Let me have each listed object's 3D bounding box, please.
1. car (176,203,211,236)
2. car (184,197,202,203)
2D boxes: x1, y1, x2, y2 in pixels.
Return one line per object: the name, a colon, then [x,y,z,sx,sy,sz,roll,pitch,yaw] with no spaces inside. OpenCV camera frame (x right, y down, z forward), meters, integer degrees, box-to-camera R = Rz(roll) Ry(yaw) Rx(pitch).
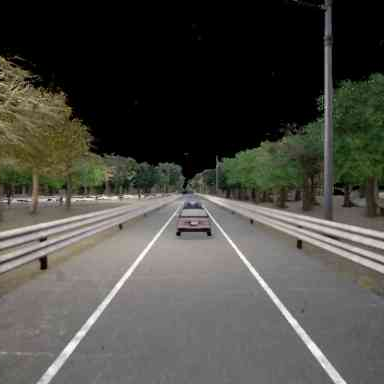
car: [0.090,1.543,18.526,2.033,1.411,5.357,0,0,0]
car: [0.081,1.333,39.437,2.097,1.767,4.553,0,0,0]
